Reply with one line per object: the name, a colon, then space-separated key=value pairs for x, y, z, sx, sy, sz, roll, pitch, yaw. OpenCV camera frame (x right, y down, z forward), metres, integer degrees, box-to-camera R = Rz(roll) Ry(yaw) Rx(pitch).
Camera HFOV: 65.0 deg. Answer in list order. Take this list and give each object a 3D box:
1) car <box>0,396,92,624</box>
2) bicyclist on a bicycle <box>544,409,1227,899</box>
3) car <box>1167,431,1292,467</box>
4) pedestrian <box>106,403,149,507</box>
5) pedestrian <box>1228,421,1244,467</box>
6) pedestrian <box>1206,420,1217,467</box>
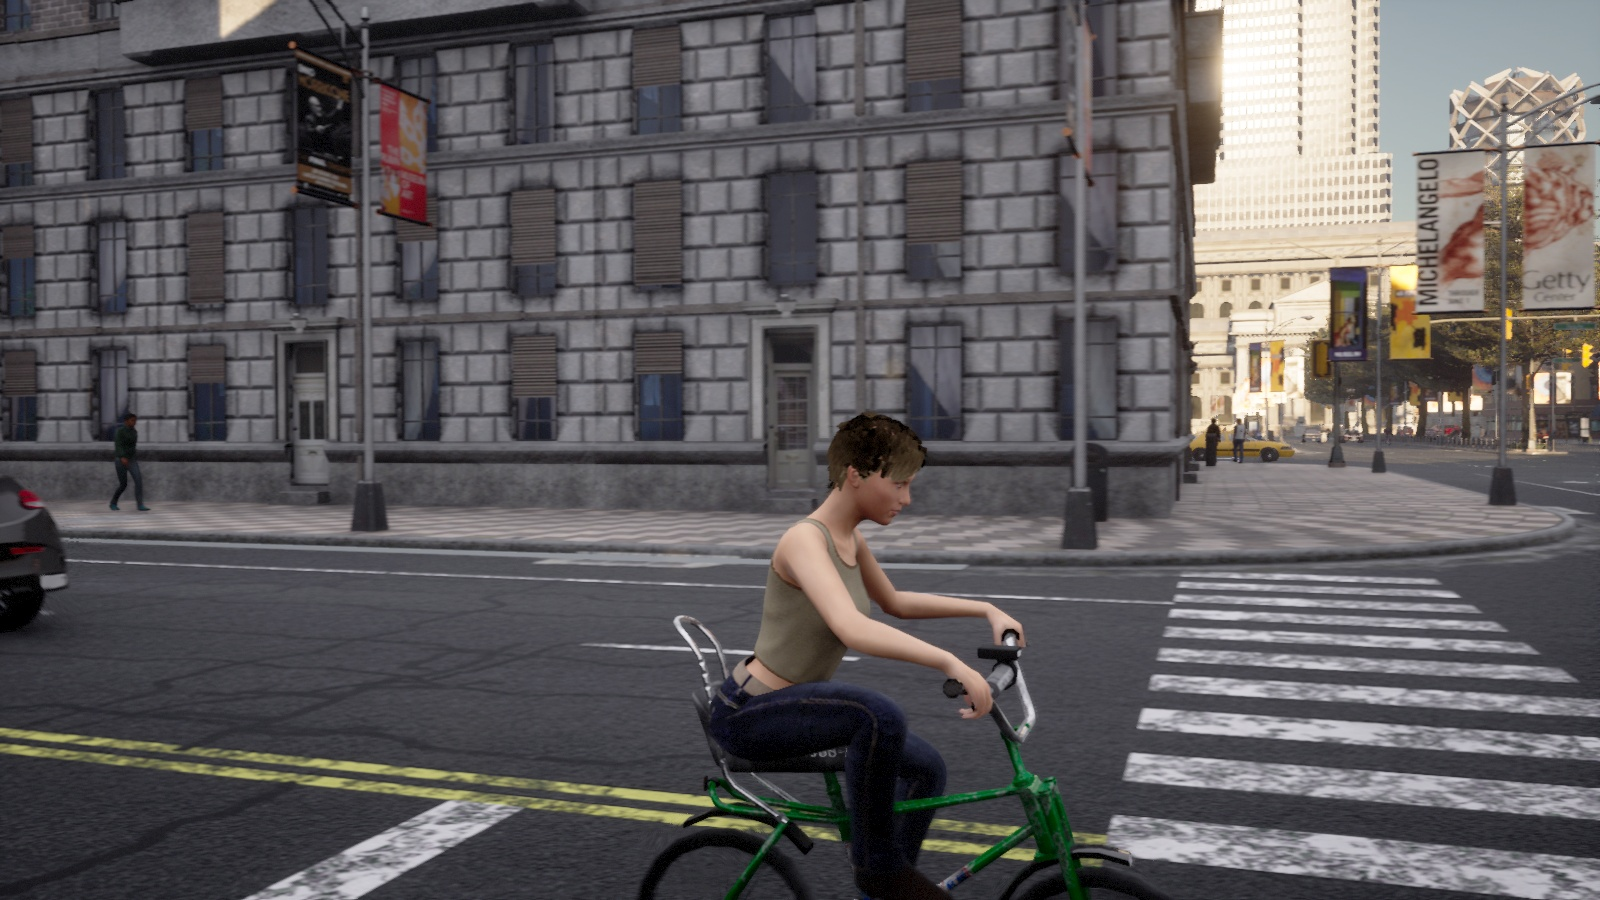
car: x=-8.264 y=0.419 z=9.746 sx=5.027 sy=1.651 sz=2.152 roll=1 pitch=1 yaw=22
bicyclist on a bicycle: x=0.255 y=0.714 z=3.111 sx=1.509 sy=1.612 sz=0.866 roll=1 pitch=1 yaw=19
car: x=19.680 y=-0.085 z=57.740 sx=5.366 sy=1.575 sz=1.801 roll=1 pitch=1 yaw=18
pedestrian: x=-12.055 y=0.079 z=22.513 sx=0.614 sy=1.847 sz=0.353 roll=1 pitch=1 yaw=23
pedestrian: x=17.592 y=-0.262 z=50.641 sx=0.354 sy=1.836 sz=0.706 roll=0 pitch=1 yaw=-3
pedestrian: x=16.999 y=-0.283 z=51.863 sx=0.395 sy=1.930 sz=0.692 roll=1 pitch=1 yaw=23
